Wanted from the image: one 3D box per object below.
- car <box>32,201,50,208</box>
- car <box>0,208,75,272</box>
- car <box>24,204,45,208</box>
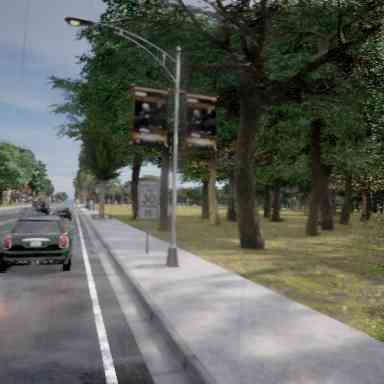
[{"bbox_3d":[-21.339,2.275,46.852,2.150,2.045,5.566,2,-3,-19],"label":"car"},{"bbox_3d":[-5.406,1.632,12.013,2.097,1.767,4.553,2,-2,-19],"label":"car"},{"bbox_3d":[-17.137,2.313,35.132,2.033,1.411,5.357,2,-2,-19],"label":"car"}]
